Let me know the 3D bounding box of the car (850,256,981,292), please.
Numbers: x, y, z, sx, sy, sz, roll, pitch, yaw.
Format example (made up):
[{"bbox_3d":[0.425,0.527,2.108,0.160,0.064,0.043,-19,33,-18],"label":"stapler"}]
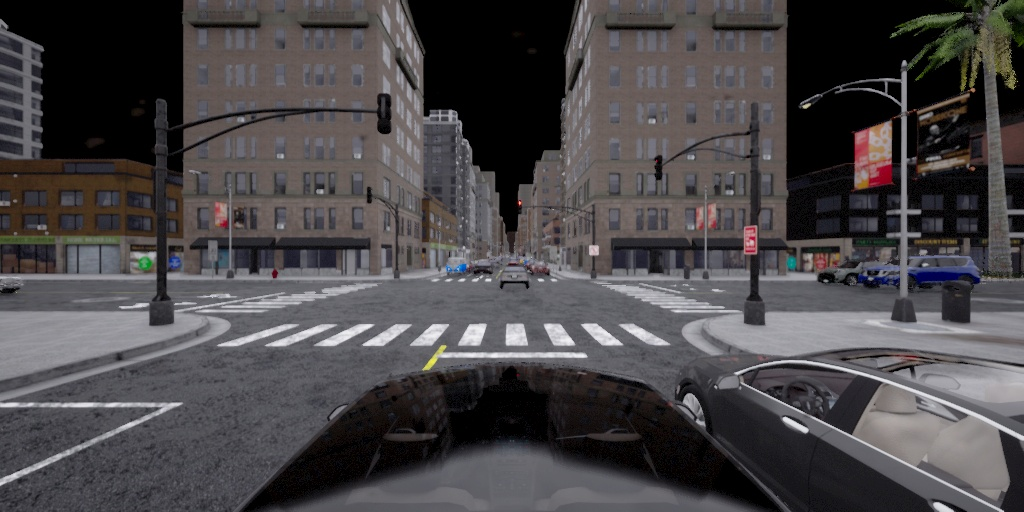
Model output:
[{"bbox_3d":[23.904,0.995,21.141,5.566,2.045,2.150,0,0,0],"label":"car"}]

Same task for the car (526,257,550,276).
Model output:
[{"bbox_3d":[2.798,1.169,36.998,1.967,1.591,4.097,0,0,0],"label":"car"}]

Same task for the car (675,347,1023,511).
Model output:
[{"bbox_3d":[2.668,1.300,2.348,2.007,1.370,4.403,0,0,0],"label":"car"}]

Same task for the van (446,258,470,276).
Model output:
[{"bbox_3d":[-5.727,1.069,37.030,1.690,1.789,3.998,0,0,0],"label":"van"}]

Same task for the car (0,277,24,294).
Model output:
[{"bbox_3d":[-27.101,1.299,17.399,4.718,1.301,1.895,0,0,0],"label":"car"}]

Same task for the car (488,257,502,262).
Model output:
[{"bbox_3d":[-2.887,1.281,53.650,1.994,1.385,4.181,0,0,0],"label":"car"}]

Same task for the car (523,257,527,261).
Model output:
[{"bbox_3d":[2.844,1.162,48.336,1.967,1.591,4.097,0,0,0],"label":"car"}]

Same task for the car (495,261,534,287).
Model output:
[{"bbox_3d":[0.170,1.283,23.994,2.033,1.411,5.357,0,0,0],"label":"car"}]

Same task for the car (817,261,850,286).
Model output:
[{"bbox_3d":[23.593,1.120,24.388,4.553,1.767,2.097,0,0,0],"label":"car"}]

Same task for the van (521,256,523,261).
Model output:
[{"bbox_3d":[2.890,1.055,59.675,1.690,1.789,3.998,0,0,0],"label":"van"}]

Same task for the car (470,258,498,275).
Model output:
[{"bbox_3d":[-2.963,1.275,38.212,2.033,1.411,5.357,0,0,0],"label":"car"}]
